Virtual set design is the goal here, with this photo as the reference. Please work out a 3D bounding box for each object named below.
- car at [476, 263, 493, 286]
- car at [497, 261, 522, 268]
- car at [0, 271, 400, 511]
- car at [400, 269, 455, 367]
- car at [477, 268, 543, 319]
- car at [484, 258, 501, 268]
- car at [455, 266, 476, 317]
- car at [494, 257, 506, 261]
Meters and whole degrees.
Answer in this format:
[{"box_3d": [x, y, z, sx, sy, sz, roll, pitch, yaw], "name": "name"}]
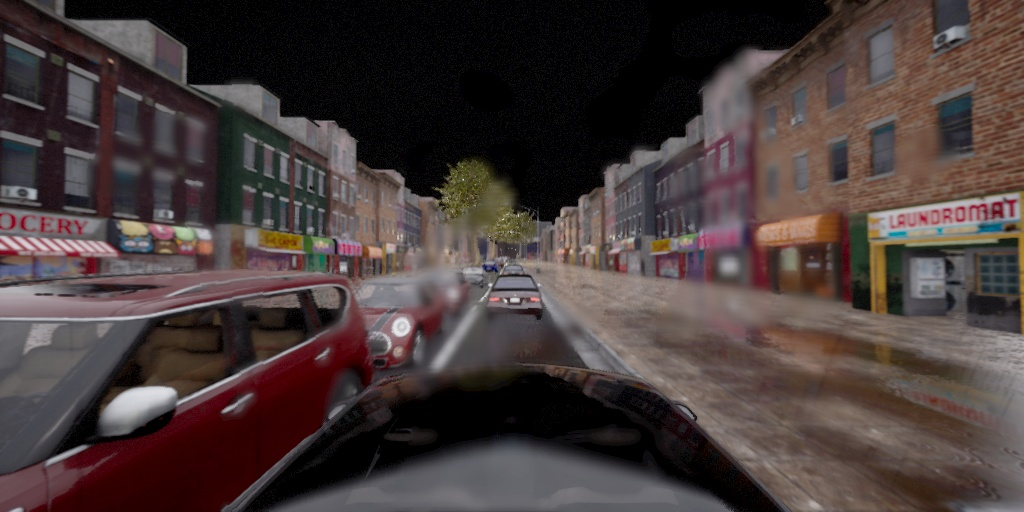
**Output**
[{"box_3d": [-2.630, 1.388, 24.468, 2.007, 1.370, 4.403, 0, 0, 0], "name": "car"}, {"box_3d": [0.103, 1.393, 29.463, 2.033, 1.411, 5.357, 0, 0, 0], "name": "car"}, {"box_3d": [-2.637, 1.068, 2.319, 2.192, 1.841, 5.009, 0, 0, 0], "name": "car"}, {"box_3d": [-2.635, 1.221, 7.857, 1.967, 1.591, 4.097, 0, 0, 0], "name": "car"}, {"box_3d": [0.094, 1.351, 13.043, 2.033, 1.411, 5.357, 0, 0, 0], "name": "car"}, {"box_3d": [-2.737, 1.325, 45.296, 1.882, 1.535, 5.008, 0, 0, 0], "name": "car"}, {"box_3d": [-2.633, 1.245, 13.394, 1.967, 1.591, 4.097, 0, 0, 0], "name": "car"}, {"box_3d": [-2.618, 1.149, 63.223, 2.192, 1.841, 5.009, 0, 0, 0], "name": "car"}]
